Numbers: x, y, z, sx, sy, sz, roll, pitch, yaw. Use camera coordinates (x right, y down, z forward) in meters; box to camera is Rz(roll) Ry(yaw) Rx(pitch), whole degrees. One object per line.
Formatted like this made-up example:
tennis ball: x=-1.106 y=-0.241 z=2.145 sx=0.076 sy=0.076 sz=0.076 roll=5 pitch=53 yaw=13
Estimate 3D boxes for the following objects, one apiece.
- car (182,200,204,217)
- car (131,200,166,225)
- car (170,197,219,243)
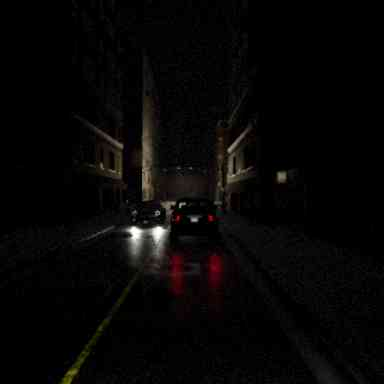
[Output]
car: x=0.095 y=1.646 z=34.369 sx=2.033 sy=1.411 sz=5.357 roll=0 pitch=0 yaw=0
car: x=-3.097 y=1.426 z=24.348 sx=2.097 sy=1.767 sz=4.553 roll=0 pitch=0 yaw=0
car: x=0.098 y=1.274 z=16.581 sx=2.150 sy=2.045 sz=5.566 roll=0 pitch=0 yaw=0
